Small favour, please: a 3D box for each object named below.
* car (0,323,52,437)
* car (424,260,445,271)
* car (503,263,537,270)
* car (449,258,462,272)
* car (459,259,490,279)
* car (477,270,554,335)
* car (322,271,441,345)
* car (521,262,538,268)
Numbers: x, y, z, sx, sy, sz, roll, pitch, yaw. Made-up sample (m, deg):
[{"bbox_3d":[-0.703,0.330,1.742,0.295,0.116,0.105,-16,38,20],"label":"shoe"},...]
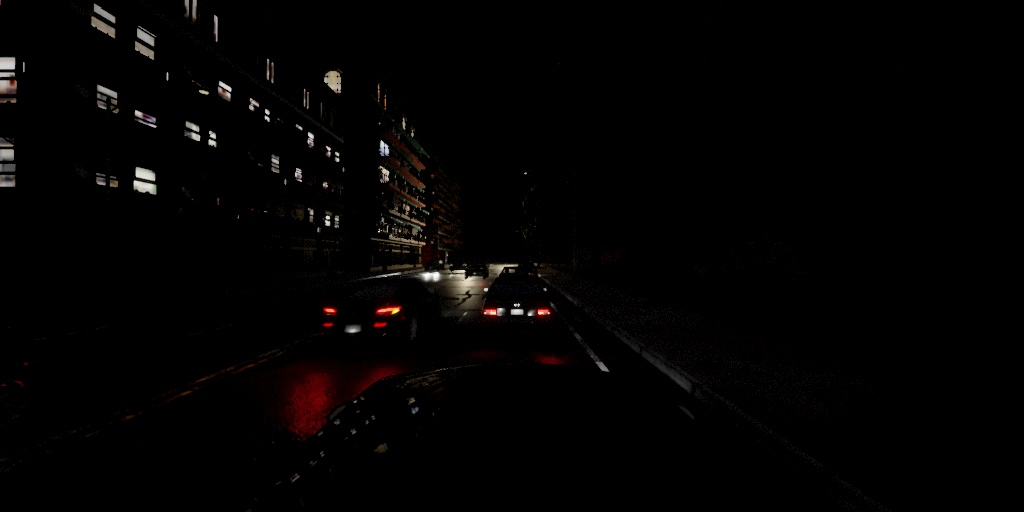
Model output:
[{"bbox_3d":[-6.600,1.102,2.269,2.097,1.767,4.553,0,0,0],"label":"car"},{"bbox_3d":[-9.807,1.244,45.659,2.128,1.511,4.902,0,0,0],"label":"car"},{"bbox_3d":[0.118,1.300,20.886,2.033,1.411,5.357,0,0,0],"label":"car"},{"bbox_3d":[-6.557,1.105,45.274,2.097,1.767,4.553,0,0,0],"label":"car"},{"bbox_3d":[-3.121,1.246,32.454,2.128,1.511,4.902,0,0,0],"label":"car"},{"bbox_3d":[0.110,1.299,10.525,2.033,1.411,5.357,0,0,0],"label":"car"},{"bbox_3d":[-3.144,1.277,9.387,1.812,1.442,4.674,0,0,0],"label":"car"},{"bbox_3d":[1.165,1.259,30.653,1.837,1.490,4.892,0,0,0],"label":"car"}]
